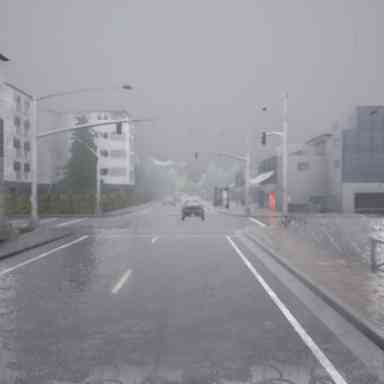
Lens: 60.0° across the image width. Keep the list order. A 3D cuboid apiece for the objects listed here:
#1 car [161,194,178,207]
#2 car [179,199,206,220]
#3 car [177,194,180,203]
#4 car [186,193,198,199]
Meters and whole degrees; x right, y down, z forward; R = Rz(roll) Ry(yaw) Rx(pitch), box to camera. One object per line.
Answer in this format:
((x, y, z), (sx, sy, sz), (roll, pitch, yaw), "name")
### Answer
((-3.558, 1.448, 51.221), (1.812, 1.442, 4.674), (0, 0, 0), "car")
((0.093, 1.577, 28.868), (1.837, 1.490, 4.892), (0, 0, 0), "car")
((-3.495, 1.245, 67.453), (2.097, 1.767, 4.553), (0, 0, 0), "car")
((0.013, 1.143, 66.566), (2.150, 2.045, 5.566), (0, 0, 0), "car")
